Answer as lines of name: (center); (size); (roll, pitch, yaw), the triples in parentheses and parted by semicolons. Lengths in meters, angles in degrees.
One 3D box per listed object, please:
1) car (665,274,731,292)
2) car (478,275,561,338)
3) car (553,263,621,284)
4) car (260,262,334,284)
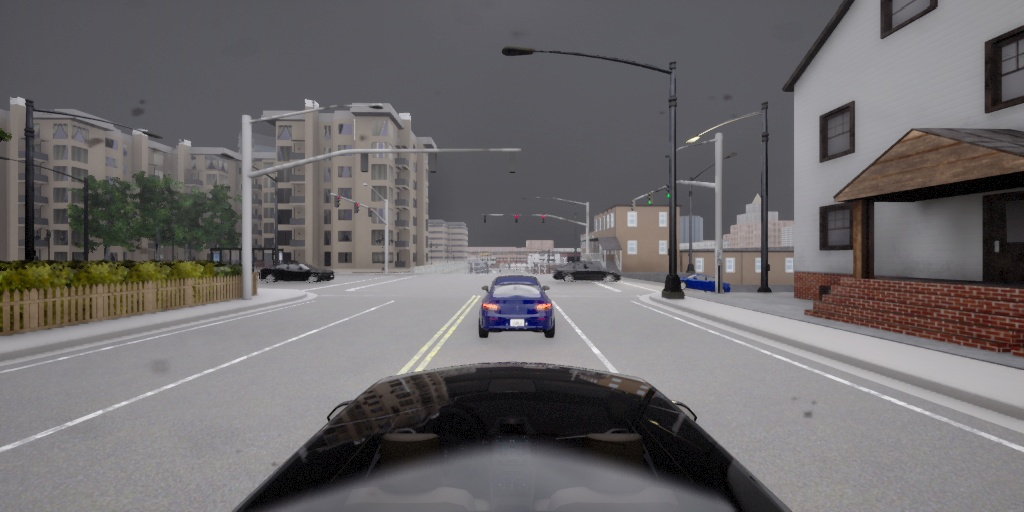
car: (15.369, 2.209, 29.744); (5.008, 1.535, 1.882); (9, 0, 1)
car: (0.107, 1.276, 10.055); (1.812, 1.442, 4.674); (0, 0, 0)
car: (5.436, 1.226, 26.156); (4.892, 1.490, 1.837); (0, 0, 1)
car: (-15.796, 1.228, 26.500); (5.008, 1.535, 1.882); (0, 0, 1)
